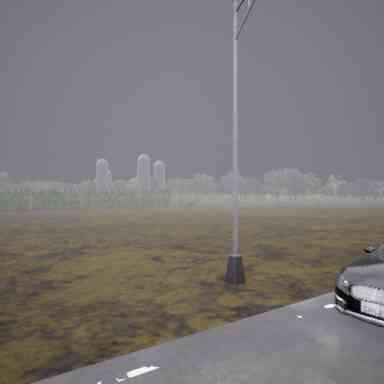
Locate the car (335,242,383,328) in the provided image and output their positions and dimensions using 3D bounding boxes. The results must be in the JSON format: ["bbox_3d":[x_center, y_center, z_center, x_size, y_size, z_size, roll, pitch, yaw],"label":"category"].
[{"bbox_3d":[4.715,1.497,6.405,4.902,1.511,2.128,0,0,-35],"label":"car"}]
